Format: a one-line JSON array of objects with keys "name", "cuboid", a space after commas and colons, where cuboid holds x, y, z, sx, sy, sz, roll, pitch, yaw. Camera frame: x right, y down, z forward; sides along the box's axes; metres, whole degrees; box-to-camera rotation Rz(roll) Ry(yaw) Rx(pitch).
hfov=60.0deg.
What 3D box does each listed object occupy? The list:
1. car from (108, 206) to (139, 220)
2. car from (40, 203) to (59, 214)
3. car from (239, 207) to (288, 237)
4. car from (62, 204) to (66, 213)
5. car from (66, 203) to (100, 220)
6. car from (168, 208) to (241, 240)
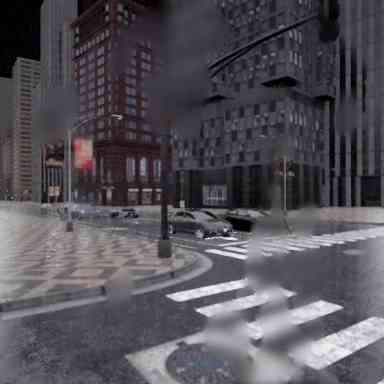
[{"name": "car", "cuboid": [-7.240, 2.150, 35.091, 1.994, 1.385, 4.181, 0, -1, -36]}, {"name": "car", "cuboid": [-20.953, 2.288, 48.786, 1.812, 1.442, 4.674, 0, -1, -36]}, {"name": "car", "cuboid": [3.479, 1.719, 20.147, 1.882, 1.535, 5.008, 0, -1, -36]}, {"name": "car", "cuboid": [-18.311, 2.507, 50.680, 1.837, 1.490, 4.892, 0, -1, -36]}, {"name": "car", "cuboid": [-11.409, 1.996, 35.330, 2.097, 1.767, 4.553, 0, -1, -36]}, {"name": "car", "cuboid": [0.293, 1.770, 19.011, 1.837, 1.490, 4.892, 0, -1, -36]}]
